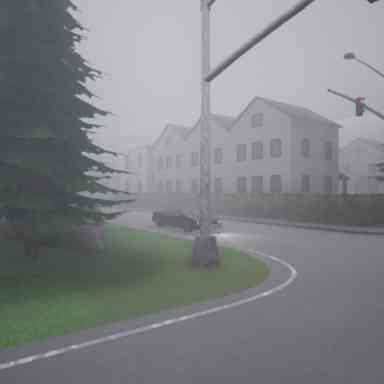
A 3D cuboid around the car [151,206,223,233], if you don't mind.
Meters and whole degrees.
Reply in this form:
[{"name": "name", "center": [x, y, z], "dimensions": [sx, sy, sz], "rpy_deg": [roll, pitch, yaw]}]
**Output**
[{"name": "car", "center": [-0.502, 1.527, 19.806], "dimensions": [2.033, 1.411, 5.357], "rpy_deg": [0, 0, -35]}]
